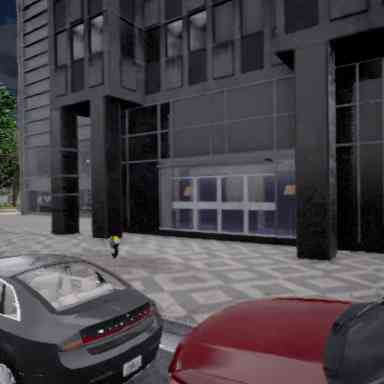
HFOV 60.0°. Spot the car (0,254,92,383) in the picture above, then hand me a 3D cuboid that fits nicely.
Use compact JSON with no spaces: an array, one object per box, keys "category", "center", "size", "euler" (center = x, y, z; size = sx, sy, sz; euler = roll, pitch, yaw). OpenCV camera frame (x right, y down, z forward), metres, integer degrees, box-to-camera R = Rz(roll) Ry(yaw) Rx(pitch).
[{"category":"car","center":[-2.429,1.565,4.623],"size":[4.403,1.369,2.008],"euler":[-1,0,34]}]

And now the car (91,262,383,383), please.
[{"category":"car","center":[2.089,1.269,1.602],"size":[5.009,1.841,2.192],"euler":[-1,0,34]}]
